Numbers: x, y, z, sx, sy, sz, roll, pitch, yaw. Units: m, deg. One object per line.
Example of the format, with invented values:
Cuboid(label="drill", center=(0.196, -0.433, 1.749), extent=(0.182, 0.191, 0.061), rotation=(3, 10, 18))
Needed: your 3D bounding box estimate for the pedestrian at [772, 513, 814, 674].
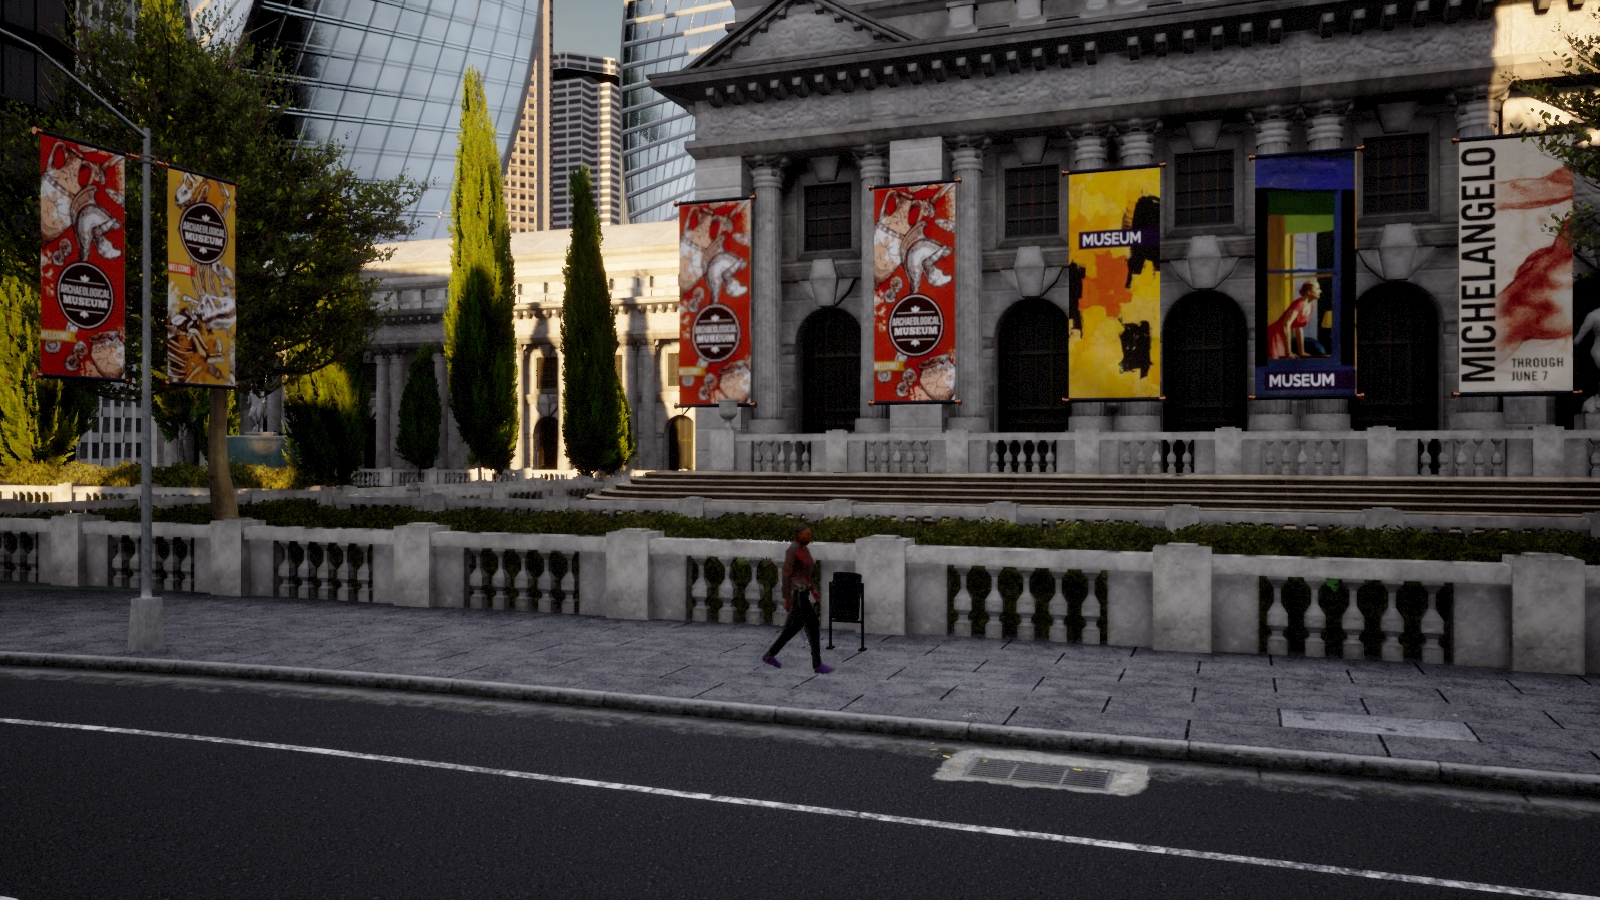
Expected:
Cuboid(label="pedestrian", center=(-0.081, 1.696, 13.614), extent=(0.375, 1.860, 0.375), rotation=(0, 0, 23))
